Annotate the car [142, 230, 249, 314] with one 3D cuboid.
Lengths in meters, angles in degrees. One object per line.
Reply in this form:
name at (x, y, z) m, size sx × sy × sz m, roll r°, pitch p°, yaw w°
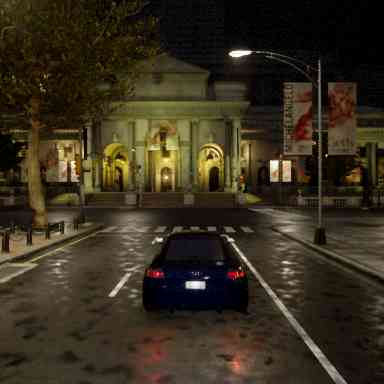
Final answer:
car at (0.076, 1.564, 7.717) m, size 1.994 × 1.385 × 4.181 m, roll 0°, pitch 0°, yaw 0°
